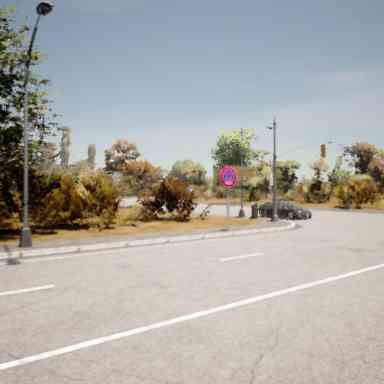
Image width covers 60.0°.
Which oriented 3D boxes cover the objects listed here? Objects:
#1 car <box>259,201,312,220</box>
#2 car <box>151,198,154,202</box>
[{"bbox_3d":[7.845,1.550,28.174,1.837,1.490,4.892,0,2,-32],"label":"car"},{"bbox_3d":[-5.832,1.528,49.853,1.895,1.301,4.718,0,1,-32],"label":"car"}]
